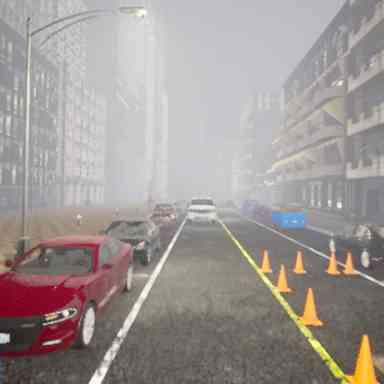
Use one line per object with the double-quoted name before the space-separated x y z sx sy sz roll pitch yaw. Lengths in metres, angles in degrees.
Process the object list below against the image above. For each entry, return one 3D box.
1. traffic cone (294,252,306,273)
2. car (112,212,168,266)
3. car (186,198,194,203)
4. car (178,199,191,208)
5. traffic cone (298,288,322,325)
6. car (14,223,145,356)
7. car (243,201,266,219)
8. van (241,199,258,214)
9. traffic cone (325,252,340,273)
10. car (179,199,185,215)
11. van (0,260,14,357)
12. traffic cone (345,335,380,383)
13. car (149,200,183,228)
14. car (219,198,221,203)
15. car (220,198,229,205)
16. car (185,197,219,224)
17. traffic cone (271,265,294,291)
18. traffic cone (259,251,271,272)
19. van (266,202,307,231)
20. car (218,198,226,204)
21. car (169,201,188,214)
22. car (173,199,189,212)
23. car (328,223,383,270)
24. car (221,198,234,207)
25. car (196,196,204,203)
"traffic cone" 3.223 2.088 9.997 0.340 0.580 0.340 1 0 1
"car" -2.148 1.598 11.788 1.947 1.339 4.313 1 0 1
"car" -0.452 2.213 89.088 1.947 1.339 4.313 1 0 1
"car" -1.178 1.933 55.959 1.947 1.339 4.313 1 0 1
"traffic cone" 2.136 2.039 6.020 0.340 0.580 0.340 1 0 1
"car" -2.268 1.538 6.267 1.887 1.381 4.507 1 0 1
"car" 6.715 1.914 33.688 1.887 1.381 4.507 1 0 1
"van" 6.840 1.753 39.211 1.690 1.788 3.998 1 0 1
"traffic cone" 4.223 2.108 9.974 0.340 0.580 0.340 1 0 1
"car" -1.663 1.746 33.873 2.008 1.369 4.403 1 0 1
"van" -2.386 1.297 0.747 1.690 1.788 3.998 1 0 1
"traffic cone" 2.092 2.025 4.020 0.340 0.580 0.340 1 0 1
"car" -1.903 1.552 22.833 1.967 1.590 4.097 1 0 1
"car" 7.567 2.204 72.507 1.752 1.417 4.829 1 0 1
"car" 7.687 2.251 78.030 1.752 1.417 4.829 1 0 1
"car" 0.799 1.421 27.228 2.150 2.045 5.566 1 0 1
"traffic cone" 2.180 2.053 8.019 0.340 0.580 0.340 1 0 1
"traffic cone" 2.223 2.067 10.018 0.340 0.580 0.340 1 0 1
"van" 6.476 1.627 22.647 1.690 1.788 3.998 1 0 1
"car" 7.925 2.365 88.902 1.887 1.381 4.507 1 0 1
"car" -1.541 1.789 39.395 2.008 1.369 4.403 1 0 1
"car" -1.418 1.721 44.918 1.967 1.590 4.097 1 0 1
"car" 6.230 1.756 11.603 2.008 1.369 4.403 1 0 1
"car" 7.441 2.197 66.817 1.947 1.339 4.313 1 0 1
"car" 2.312 2.081 92.065 2.097 1.767 4.553 1 0 1
